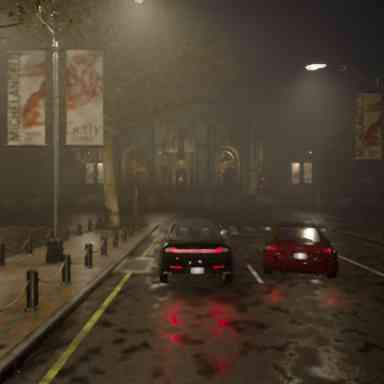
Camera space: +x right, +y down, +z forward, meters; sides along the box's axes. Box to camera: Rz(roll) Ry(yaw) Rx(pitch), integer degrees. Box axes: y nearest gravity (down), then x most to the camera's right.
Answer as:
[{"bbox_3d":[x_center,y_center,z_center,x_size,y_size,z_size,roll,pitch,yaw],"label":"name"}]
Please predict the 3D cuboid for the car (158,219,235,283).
[{"bbox_3d":[0.080,1.529,9.755,2.128,1.511,4.902,0,0,-1],"label":"car"}]

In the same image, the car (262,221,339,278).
[{"bbox_3d":[3.252,1.604,10.407,1.994,1.385,4.181,0,0,14],"label":"car"}]
